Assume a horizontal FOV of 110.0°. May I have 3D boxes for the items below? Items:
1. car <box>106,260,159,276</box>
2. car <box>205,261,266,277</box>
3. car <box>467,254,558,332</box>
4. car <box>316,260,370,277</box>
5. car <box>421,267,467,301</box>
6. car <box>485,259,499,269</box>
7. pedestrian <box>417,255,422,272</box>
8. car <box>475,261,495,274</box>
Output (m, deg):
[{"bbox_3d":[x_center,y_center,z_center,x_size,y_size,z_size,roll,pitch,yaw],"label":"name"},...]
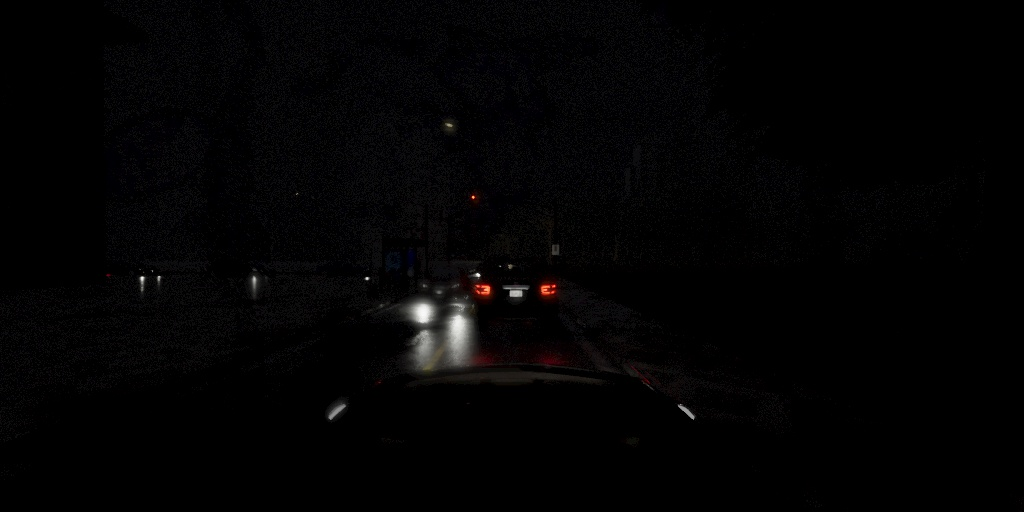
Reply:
[{"bbox_3d":[-35.716,1.146,33.263,4.892,1.490,1.837,0,1,2],"label":"car"},{"bbox_3d":[-25.343,1.175,32.986,4.892,1.490,1.837,0,1,1],"label":"car"},{"bbox_3d":[0.099,0.968,11.039,2.150,2.045,5.566,0,0,0],"label":"car"},{"bbox_3d":[-15.157,1.176,32.728,5.008,1.535,1.882,0,0,0],"label":"car"},{"bbox_3d":[-3.093,1.268,17.538,1.812,1.442,4.674,0,0,0],"label":"car"},{"bbox_3d":[-3.076,1.236,56.153,2.033,1.411,5.357,0,0,0],"label":"car"},{"bbox_3d":[-10.071,0.800,38.828,0.375,1.860,0.375,0,0,1],"label":"pedestrian"},{"bbox_3d":[-3.090,1.276,41.506,1.994,1.385,4.181,0,0,-1],"label":"car"}]
